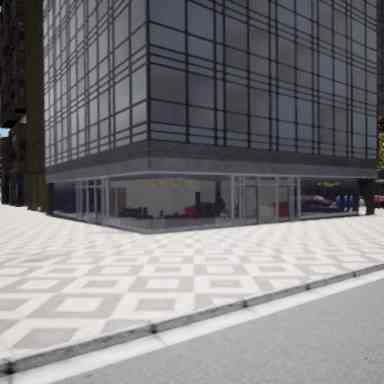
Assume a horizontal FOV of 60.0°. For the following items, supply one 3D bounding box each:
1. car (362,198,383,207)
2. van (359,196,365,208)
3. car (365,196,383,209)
[{"bbox_3d":[30.172,1.604,53.795,1.947,1.339,4.313,-2,0,-35],"label":"car"},{"bbox_3d":[23.221,1.488,48.851,1.690,1.788,3.998,-2,0,-35],"label":"van"},{"bbox_3d":[26.508,1.406,44.220,2.192,1.841,5.009,-2,0,-35],"label":"car"}]
